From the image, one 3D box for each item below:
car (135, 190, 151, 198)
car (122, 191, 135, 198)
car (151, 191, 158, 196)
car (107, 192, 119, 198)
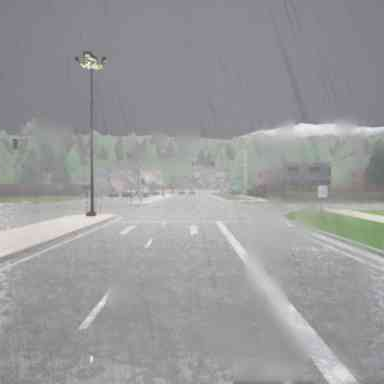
[{"bbox_3d":[-11.522,0.582,77.949,1.837,1.490,4.892,0,1,0],"label":"car"},{"bbox_3d":[-15.022,0.621,77.955,2.033,1.411,5.357,0,1,0],"label":"car"},{"bbox_3d":[-11.527,0.355,94.556,1.837,1.490,4.892,0,1,0],"label":"car"},{"bbox_3d":[-18.523,0.630,78.278,1.994,1.385,4.181,0,1,0],"label":"car"}]
